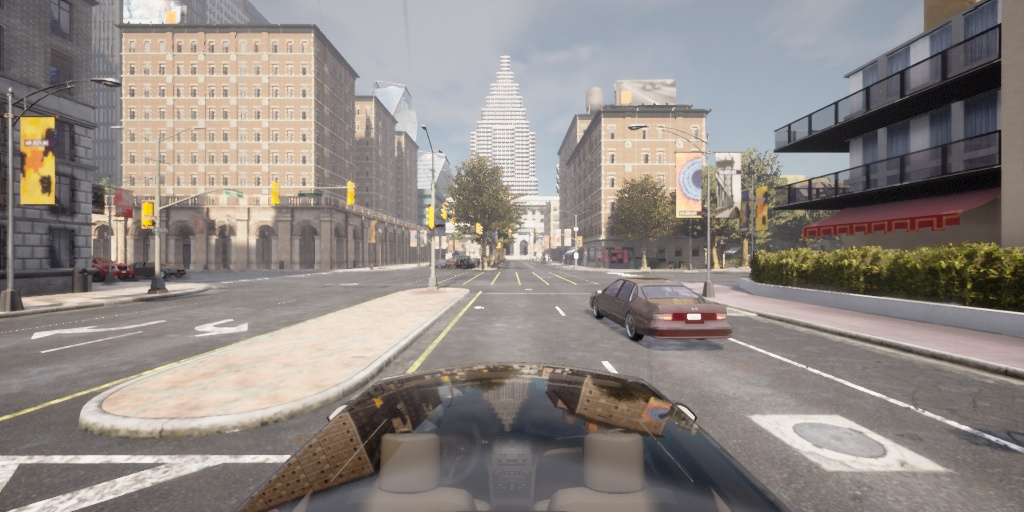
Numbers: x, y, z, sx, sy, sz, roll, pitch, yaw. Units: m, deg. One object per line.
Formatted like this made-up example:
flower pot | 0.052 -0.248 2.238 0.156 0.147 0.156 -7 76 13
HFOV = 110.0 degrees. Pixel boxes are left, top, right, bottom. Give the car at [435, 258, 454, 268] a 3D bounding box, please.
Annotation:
car | -11.557 1.292 60.073 2.033 1.411 5.357 0 0 0

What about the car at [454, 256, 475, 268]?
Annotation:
car | -8.062 0.966 60.697 2.150 2.045 5.566 0 0 0

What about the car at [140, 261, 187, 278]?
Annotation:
car | -32.849 1.252 32.965 4.892 1.490 1.837 0 0 0

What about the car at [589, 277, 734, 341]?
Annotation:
car | 3.634 1.297 9.886 2.033 1.411 5.357 0 0 -3

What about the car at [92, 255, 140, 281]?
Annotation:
car | -34.648 0.969 29.438 5.566 2.045 2.150 0 0 0
